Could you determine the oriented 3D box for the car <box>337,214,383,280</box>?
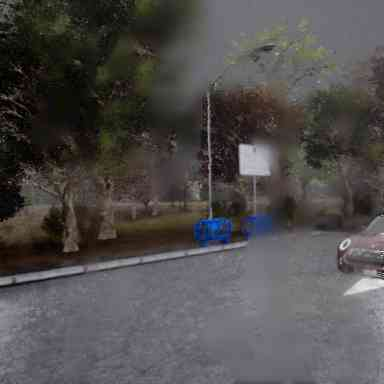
[{"bbox_3d":[6.130,1.386,9.621,4.553,1.767,2.097,0,-1,-39],"label":"car"}]
